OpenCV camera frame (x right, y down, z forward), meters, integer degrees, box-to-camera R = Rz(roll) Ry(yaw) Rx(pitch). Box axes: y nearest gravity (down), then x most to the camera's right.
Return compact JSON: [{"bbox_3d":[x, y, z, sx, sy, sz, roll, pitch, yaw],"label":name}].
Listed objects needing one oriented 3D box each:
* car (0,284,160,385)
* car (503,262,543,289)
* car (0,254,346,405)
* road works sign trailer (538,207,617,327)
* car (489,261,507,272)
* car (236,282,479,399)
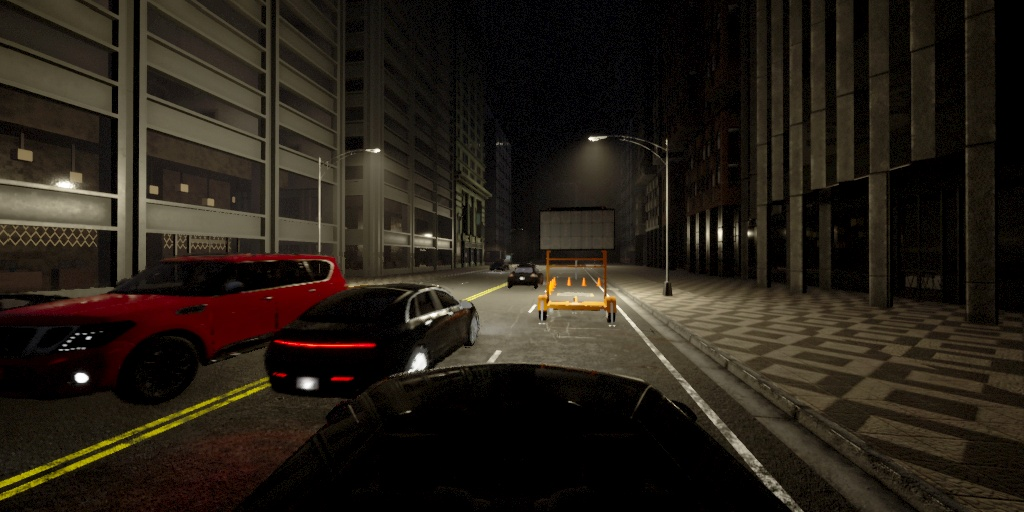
[{"bbox_3d":[-8.909,1.313,5.824,1.994,1.385,4.181,0,0,10],"label":"car"},{"bbox_3d":[0.957,1.339,23.694,1.994,1.385,4.181,0,0,10],"label":"car"},{"bbox_3d":[-5.448,0.971,6.781,2.150,2.045,5.566,0,0,10],"label":"car"},{"bbox_3d":[2.095,0.220,11.710,2.380,3.560,2.880,0,0,10],"label":"road works sign trailer"},{"bbox_3d":[-1.630,1.385,48.205,2.033,1.411,5.357,0,0,10],"label":"car"},{"bbox_3d":[-1.981,1.254,6.582,1.837,1.490,4.892,0,0,10],"label":"car"}]
